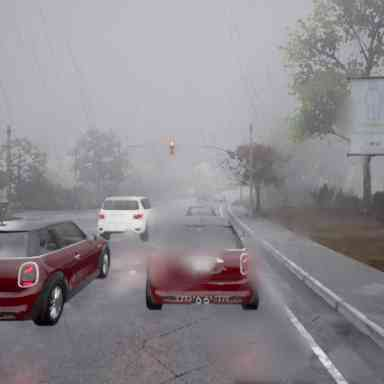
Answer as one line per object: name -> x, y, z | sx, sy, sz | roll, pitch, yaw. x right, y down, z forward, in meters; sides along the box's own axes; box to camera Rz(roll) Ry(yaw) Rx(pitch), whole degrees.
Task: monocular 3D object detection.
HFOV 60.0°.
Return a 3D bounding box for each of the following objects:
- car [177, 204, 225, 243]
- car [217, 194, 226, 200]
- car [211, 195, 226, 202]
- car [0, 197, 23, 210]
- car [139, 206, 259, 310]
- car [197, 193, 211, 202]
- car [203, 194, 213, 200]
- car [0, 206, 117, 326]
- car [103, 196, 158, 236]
car -> 0.473, 1.489, 17.199 | 2.128, 1.511, 4.902 | 0, 0, 2
car -> 7.693, 1.381, 85.668 | 1.812, 1.442, 4.674 | 0, 0, 10
car -> 6.001, 1.580, 75.576 | 1.895, 1.301, 4.718 | 0, 0, 9
car -> -20.037, 1.349, 34.698 | 4.553, 1.767, 2.097 | 0, 0, 6
car -> 0.219, 1.351, 7.992 | 2.097, 1.767, 4.553 | 0, 0, 1
car -> 2.471, 1.208, 75.666 | 2.150, 2.045, 5.566 | 0, 0, 9
car -> 4.172, 1.316, 85.862 | 1.882, 1.535, 5.008 | 0, 0, 10
car -> -3.290, 1.351, 7.247 | 2.097, 1.767, 4.553 | 0, 0, 1
car -> -3.046, 1.219, 16.923 | 2.150, 2.045, 5.566 | 0, 0, 2
